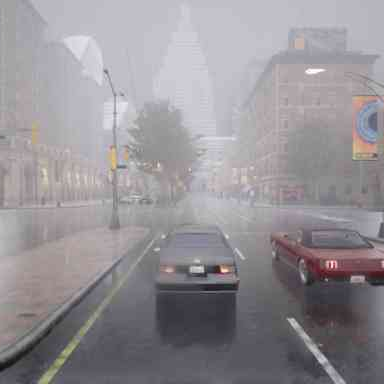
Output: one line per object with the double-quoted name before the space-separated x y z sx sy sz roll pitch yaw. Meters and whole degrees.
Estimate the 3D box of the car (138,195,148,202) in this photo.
"car" -11.583 1.505 79.198 1.812 1.442 4.674 0 0 0

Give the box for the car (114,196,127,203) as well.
"car" -14.822 1.578 69.185 1.895 1.301 4.718 0 0 0

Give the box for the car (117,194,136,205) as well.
"car" -11.618 1.512 58.918 1.812 1.442 4.674 0 0 0

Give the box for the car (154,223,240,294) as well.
"car" 0.092 1.545 8.938 2.033 1.411 5.357 0 0 0

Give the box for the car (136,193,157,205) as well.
"car" -8.119 1.477 59.208 2.128 1.511 4.902 0 0 0

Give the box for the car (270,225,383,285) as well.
"car" 3.591 1.599 9.421 1.895 1.301 4.718 0 0 0

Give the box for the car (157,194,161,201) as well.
"car" -8.072 1.509 68.976 1.812 1.442 4.674 0 0 0
